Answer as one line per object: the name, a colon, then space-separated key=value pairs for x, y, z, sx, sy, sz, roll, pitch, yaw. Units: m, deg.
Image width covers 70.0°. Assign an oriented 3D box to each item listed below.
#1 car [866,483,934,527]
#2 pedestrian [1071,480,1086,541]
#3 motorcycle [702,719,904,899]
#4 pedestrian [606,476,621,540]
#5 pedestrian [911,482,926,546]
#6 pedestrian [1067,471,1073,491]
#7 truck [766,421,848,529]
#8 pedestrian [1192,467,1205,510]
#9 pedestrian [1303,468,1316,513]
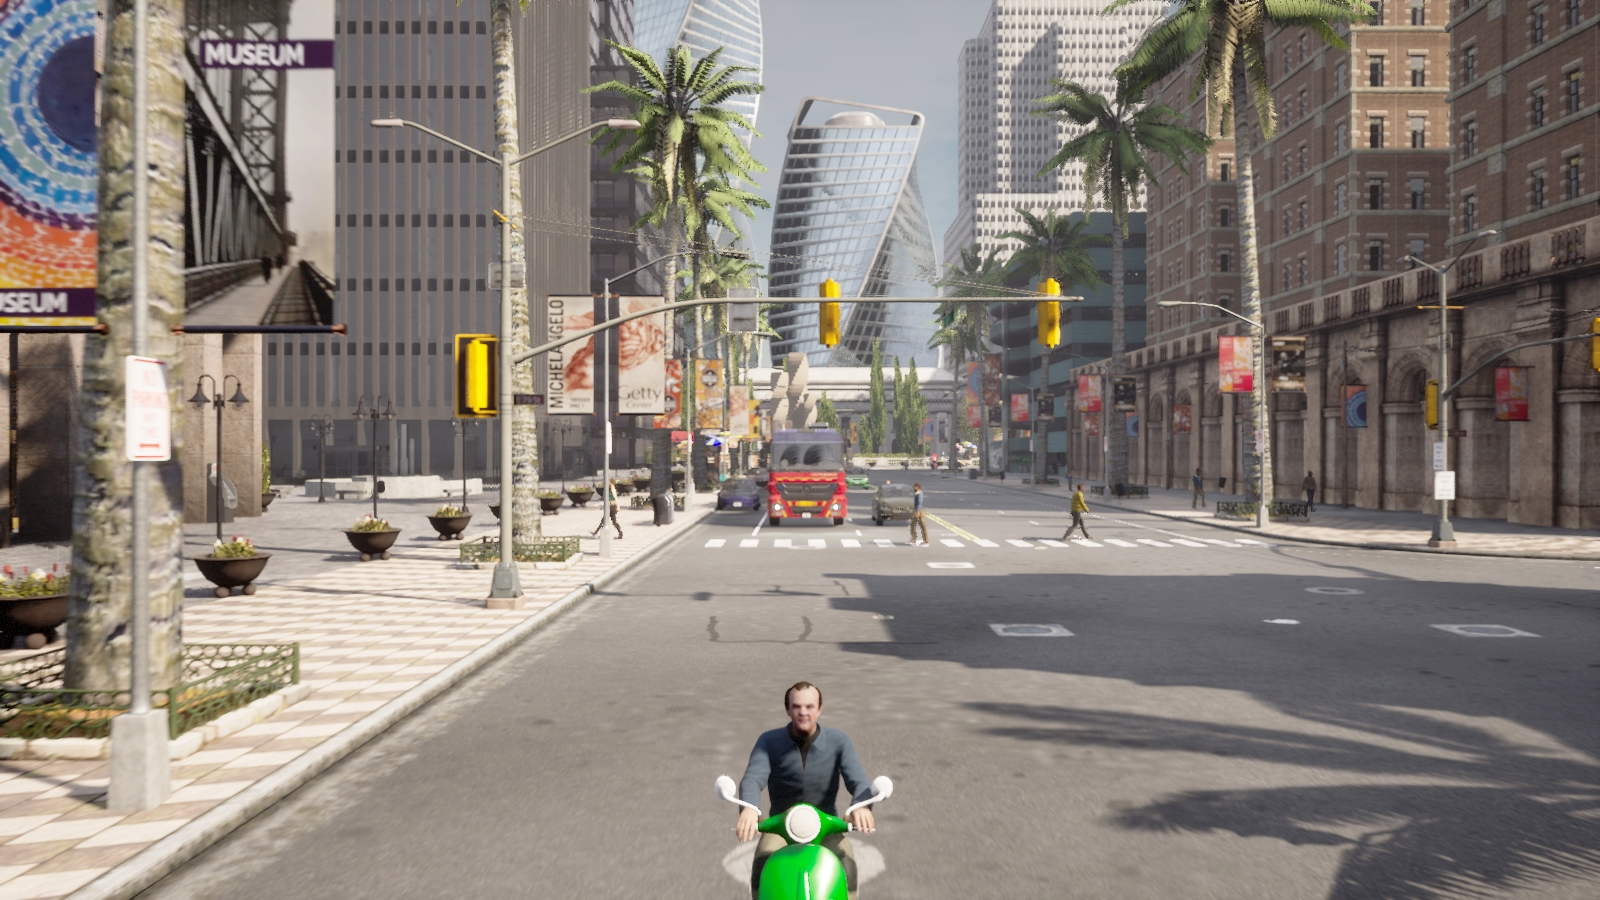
car: x=3.761 y=2.061 z=43.834 sx=2.231 sy=1.480 sz=4.892 roll=0 pitch=0 yaw=0
pedestrian: x=8.524 y=1.849 z=34.987 sx=0.375 sy=1.860 sz=0.375 roll=0 pitch=0 yaw=-1
motorcycle: x=0.017 y=2.182 z=5.746 sx=0.856 sy=1.236 sz=1.805 roll=0 pitch=0 yaw=0
pedestrian: x=-5.455 y=1.696 z=33.446 sx=0.375 sy=1.860 sz=0.375 roll=0 pitch=0 yaw=-3
pedestrian: x=3.438 y=1.849 z=33.122 sx=0.375 sy=1.860 sz=0.375 roll=0 pitch=0 yaw=-1
pedestrian: x=17.326 y=1.977 z=73.310 sx=0.375 sy=1.300 sz=0.375 roll=0 pitch=0 yaw=12
truck: x=0.272 y=0.891 z=44.668 sx=2.891 sy=3.827 sz=8.468 roll=0 pitch=0 yaw=0
pedestrian: x=17.393 y=1.697 z=49.847 sx=0.375 sy=1.860 sz=0.375 roll=0 pitch=0 yaw=-17
pedestrian: x=21.259 y=1.697 z=47.705 sx=0.375 sy=1.860 sz=0.375 roll=0 pitch=0 yaw=0
